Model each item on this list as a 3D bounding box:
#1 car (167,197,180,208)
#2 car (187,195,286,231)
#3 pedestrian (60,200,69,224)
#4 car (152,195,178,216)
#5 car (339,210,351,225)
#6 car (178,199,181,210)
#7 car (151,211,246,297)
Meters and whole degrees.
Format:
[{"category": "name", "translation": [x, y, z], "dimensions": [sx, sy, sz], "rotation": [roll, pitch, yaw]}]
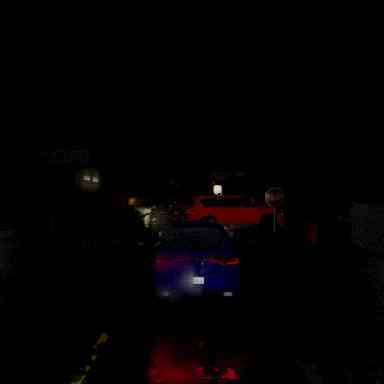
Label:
[{"category": "car", "translation": [-2.936, 1.643, 53.899], "dimensions": [2.097, 1.767, 4.553], "rotation": [0, -1, -2]}, {"category": "car", "translation": [2.421, 1.189, 19.012], "dimensions": [5.566, 2.045, 2.150], "rotation": [-2, -1, 0]}, {"category": "pedestrian", "translation": [-9.635, 1.454, 25.085], "dimensions": [0.375, 1.860, 0.375], "rotation": [0, -1, 1]}, {"category": "car", "translation": [-2.802, 1.469, 33.914], "dimensions": [2.097, 1.767, 4.553], "rotation": [0, 0, 0]}, {"category": "car", "translation": [12.288, 1.400, 21.850], "dimensions": [5.008, 1.535, 1.882], "rotation": [-1, -2, 1]}, {"category": "car", "translation": [-2.801, 1.411, 43.724], "dimensions": [2.150, 2.045, 5.566], "rotation": [0, 0, 0]}, {"category": "car", "translation": [0.107, 1.492, 8.640], "dimensions": [1.882, 1.535, 5.008], "rotation": [0, 0, 0]}]
